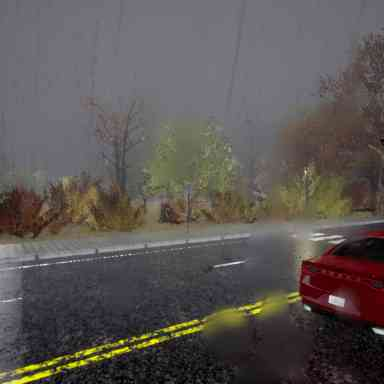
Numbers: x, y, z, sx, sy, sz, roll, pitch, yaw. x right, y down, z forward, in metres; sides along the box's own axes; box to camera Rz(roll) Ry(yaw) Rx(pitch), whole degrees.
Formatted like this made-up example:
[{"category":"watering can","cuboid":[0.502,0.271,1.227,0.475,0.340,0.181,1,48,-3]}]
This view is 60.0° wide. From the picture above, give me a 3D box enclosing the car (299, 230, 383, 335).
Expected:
[{"category":"car","cuboid":[4.180,1.480,6.415,5.008,1.535,1.882,0,0,-35]}]
